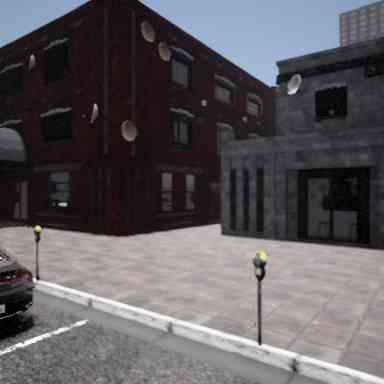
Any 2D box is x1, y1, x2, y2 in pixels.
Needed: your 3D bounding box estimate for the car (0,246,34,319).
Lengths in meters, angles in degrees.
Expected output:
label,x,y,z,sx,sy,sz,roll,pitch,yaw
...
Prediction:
label,x,y,z,sx,sy,sz,roll,pitch,yaw
car,-4.684,1.524,6.216,4.403,1.369,2.008,0,0,35
